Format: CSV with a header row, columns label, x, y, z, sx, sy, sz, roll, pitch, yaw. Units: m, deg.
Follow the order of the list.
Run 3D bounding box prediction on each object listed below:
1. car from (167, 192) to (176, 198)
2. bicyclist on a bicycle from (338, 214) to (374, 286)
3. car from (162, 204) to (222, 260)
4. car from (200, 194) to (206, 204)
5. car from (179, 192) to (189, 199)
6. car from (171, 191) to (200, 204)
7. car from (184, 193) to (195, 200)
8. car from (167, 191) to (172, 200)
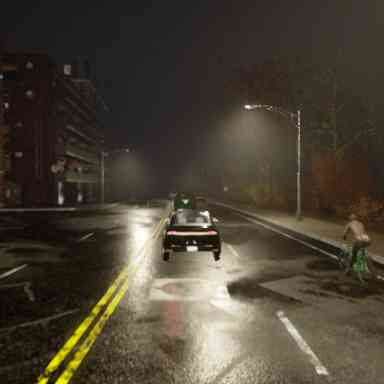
label,x,y,z,sx,sy,sz,roll,pitch,yaw
car,-5.335,0.836,85.418,2.033,1.411,5.357,0,0,-7
bicyclist on a bicycle,4.070,1.396,8.303,0.582,1.620,1.656,0,0,-1
car,-0.035,1.410,12.049,2.128,1.511,4.902,0,0,-1
car,1.130,1.111,54.836,2.128,1.511,4.902,0,0,-5
car,-2.097,0.867,85.700,1.882,1.535,5.008,0,0,-7
car,-0.714,1.000,32.786,2.150,2.045,5.566,0,0,-3
car,-0.530,0.970,72.046,1.882,1.535,5.008,0,0,-6
car,-4.124,0.694,75.056,2.150,2.045,5.566,0,0,-6
